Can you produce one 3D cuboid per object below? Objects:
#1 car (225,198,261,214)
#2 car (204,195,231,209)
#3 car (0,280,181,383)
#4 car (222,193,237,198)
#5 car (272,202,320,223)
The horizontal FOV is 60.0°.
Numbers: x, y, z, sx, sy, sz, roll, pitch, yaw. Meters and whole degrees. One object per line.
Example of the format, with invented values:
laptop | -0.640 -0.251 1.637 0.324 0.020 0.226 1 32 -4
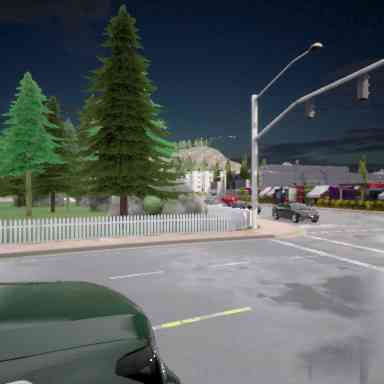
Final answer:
car | 5.511 1.656 35.254 1.895 1.301 4.718 0 0 -16
car | 2.900 1.547 44.242 2.128 1.511 4.902 0 0 -16
car | -2.732 1.221 1.688 5.566 2.045 2.150 0 0 -36
car | 6.208 1.276 58.668 2.150 2.045 5.566 0 0 -16
car | 8.095 1.560 26.346 1.837 1.490 4.892 0 0 -14
